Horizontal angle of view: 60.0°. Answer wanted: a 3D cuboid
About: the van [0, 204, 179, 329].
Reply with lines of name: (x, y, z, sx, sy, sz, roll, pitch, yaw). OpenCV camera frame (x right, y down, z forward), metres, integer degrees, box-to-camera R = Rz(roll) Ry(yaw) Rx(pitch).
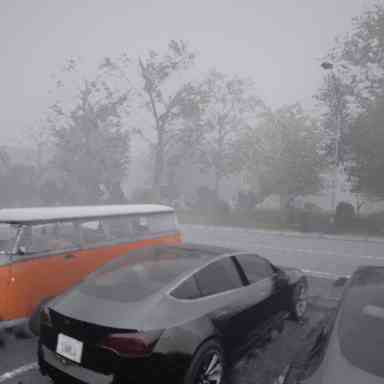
van: (-2.147, 1.259, 6.526, 1.878, 1.987, 4.442, 0, 0, 35)

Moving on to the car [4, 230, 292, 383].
car: (0.200, 1.512, 5.036, 2.163, 1.488, 4.792, 0, 0, 35)

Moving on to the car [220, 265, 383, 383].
car: (2.462, 1.509, 3.426, 2.163, 1.488, 4.792, 0, 0, 35)
